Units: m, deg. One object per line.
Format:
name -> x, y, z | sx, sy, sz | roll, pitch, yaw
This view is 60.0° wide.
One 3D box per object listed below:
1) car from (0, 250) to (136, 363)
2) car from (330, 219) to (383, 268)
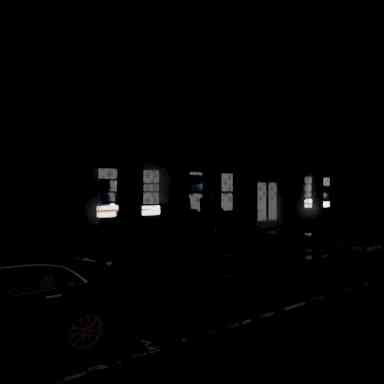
car -> -2.931, 1.551, 4.468 | 4.403, 1.369, 2.008 | 0, 0, -35
car -> 6.345, 1.573, 11.069 | 4.206, 1.307, 1.802 | 0, 0, -35
